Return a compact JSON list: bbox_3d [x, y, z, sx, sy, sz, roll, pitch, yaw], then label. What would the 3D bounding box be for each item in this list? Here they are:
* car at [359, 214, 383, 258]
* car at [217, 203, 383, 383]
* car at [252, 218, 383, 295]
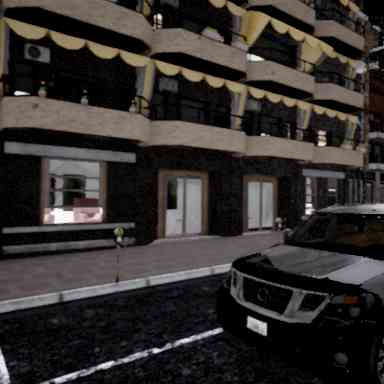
[{"bbox_3d":[8.477,1.582,12.590,4.403,1.369,2.008,0,1,-35],"label":"car"},{"bbox_3d":[3.015,1.235,5.515,5.566,2.045,2.150,0,0,-35],"label":"car"},{"bbox_3d":[3.942,1.585,9.357,4.313,1.339,1.947,0,1,-35],"label":"car"}]
